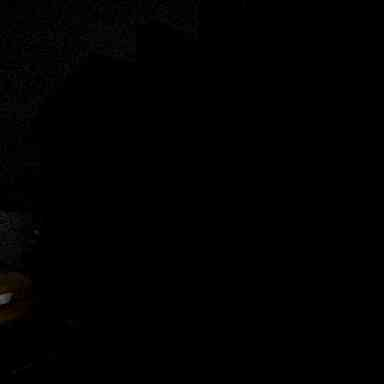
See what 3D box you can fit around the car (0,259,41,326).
[{"bbox_3d":[-4.744,1.574,6.194,4.829,1.417,1.752,-1,0,36],"label":"car"}]
